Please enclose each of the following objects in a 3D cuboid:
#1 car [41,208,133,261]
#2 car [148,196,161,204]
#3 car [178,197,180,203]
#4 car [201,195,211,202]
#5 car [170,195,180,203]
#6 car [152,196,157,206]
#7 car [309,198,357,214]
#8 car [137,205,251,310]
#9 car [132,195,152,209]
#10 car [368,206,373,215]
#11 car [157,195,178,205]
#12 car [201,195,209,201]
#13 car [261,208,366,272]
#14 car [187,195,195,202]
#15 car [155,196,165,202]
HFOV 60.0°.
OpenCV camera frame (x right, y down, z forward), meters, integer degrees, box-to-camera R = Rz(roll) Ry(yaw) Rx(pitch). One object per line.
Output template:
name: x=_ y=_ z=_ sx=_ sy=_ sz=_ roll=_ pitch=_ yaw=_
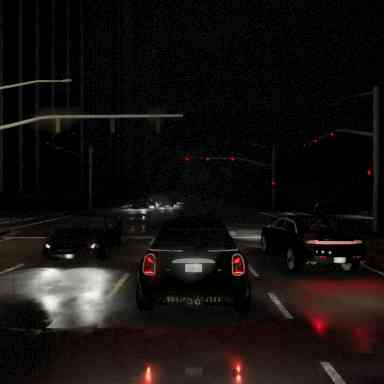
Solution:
car: x=-3.776 y=1.547 z=12.651 sx=2.033 sy=1.411 sz=5.357 roll=0 pitch=0 yaw=-2
car: x=-7.177 y=1.526 z=64.154 sx=1.812 sy=1.442 sz=4.674 roll=0 pitch=0 yaw=0
car: x=-3.690 y=1.491 z=60.279 sx=2.128 sy=1.511 sz=4.902 roll=0 pitch=0 yaw=0
car: x=3.346 y=1.500 z=77.851 sx=1.837 sy=1.490 sz=4.892 roll=0 pitch=0 yaw=0
car: x=-3.639 y=1.500 z=70.490 sx=1.837 sy=1.490 sz=4.892 roll=0 pitch=0 yaw=0
car: x=-7.196 y=1.352 z=55.358 sx=2.097 sy=1.767 sz=4.553 roll=0 pitch=0 yaw=0
car: x=14.603 y=1.407 z=34.705 sx=4.553 sy=1.767 sz=2.097 roll=0 pitch=0 yaw=2
car: x=0.042 y=1.352 z=7.953 sx=2.097 sy=1.767 sz=4.553 roll=0 pitch=0 yaw=0
car: x=-7.185 y=1.526 z=46.455 sx=1.812 sy=1.442 sz=4.674 roll=0 pitch=0 yaw=0
car: x=19.115 y=1.560 z=31.152 sx=4.892 sy=1.490 sz=1.837 roll=0 pitch=0 yaw=0
car: x=-3.689 y=1.547 z=50.777 sx=2.033 sy=1.411 sz=5.357 roll=0 pitch=0 yaw=0
car: x=3.326 y=1.478 z=87.950 sx=1.882 sy=1.535 sz=5.008 roll=0 pitch=0 yaw=0
car: x=3.598 y=1.492 z=10.763 sx=2.128 sy=1.511 sz=4.902 roll=0 pitch=0 yaw=-3
car: x=-0.153 y=1.478 z=77.866 sx=1.882 sy=1.535 sz=5.008 roll=0 pitch=0 yaw=0
car: x=-7.146 y=1.594 z=74.197 sx=1.895 sy=1.301 sz=4.718 roll=0 pitch=0 yaw=0
